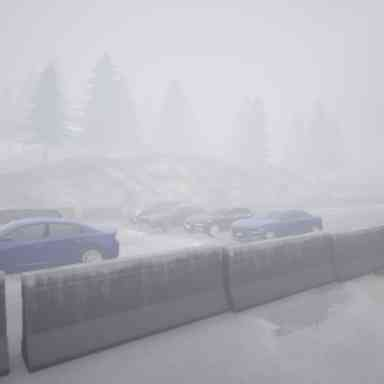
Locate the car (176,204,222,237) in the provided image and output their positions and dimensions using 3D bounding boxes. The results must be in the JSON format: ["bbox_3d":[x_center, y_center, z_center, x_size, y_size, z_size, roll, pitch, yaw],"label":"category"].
[{"bbox_3d":[1.798,1.505,18.049,4.892,1.490,1.837,0,0,-35],"label":"car"}]

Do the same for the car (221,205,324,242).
[{"bbox_3d":[3.989,1.479,15.313,5.008,1.535,1.882,0,0,-35],"label":"car"}]

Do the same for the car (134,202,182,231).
[{"bbox_3d":[-0.568,1.548,20.661,5.357,1.411,2.033,0,0,-35],"label":"car"}]

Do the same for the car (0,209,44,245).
[{"bbox_3d":[-9.002,1.561,14.646,4.181,1.385,1.994,0,0,-35],"label":"car"}]

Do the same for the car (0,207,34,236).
[{"bbox_3d":[-10.855,1.561,17.624,4.181,1.385,1.994,0,0,-35],"label":"car"}]

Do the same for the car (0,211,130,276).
[{"bbox_3d":[-4.504,1.478,9.256,5.008,1.535,1.882,0,0,-35],"label":"car"}]

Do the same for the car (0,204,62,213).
[{"bbox_3d":[-6.667,1.351,12.012,4.553,1.767,2.097,0,0,-35],"label":"car"}]

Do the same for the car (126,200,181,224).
[{"bbox_3d":[-2.469,1.351,23.604,4.553,1.767,2.097,0,0,-35],"label":"car"}]
